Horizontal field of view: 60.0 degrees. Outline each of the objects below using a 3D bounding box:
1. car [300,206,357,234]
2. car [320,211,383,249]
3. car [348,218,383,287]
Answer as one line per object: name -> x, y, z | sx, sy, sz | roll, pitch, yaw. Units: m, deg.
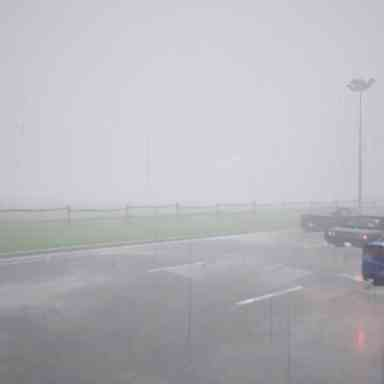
car -> 7.945, 1.482, 18.004 | 5.008, 1.535, 1.882 | 0, 0, -35
car -> 7.462, 1.604, 13.362 | 4.718, 1.301, 1.895 | 0, 0, -35
car -> 6.129, 1.480, 8.115 | 5.008, 1.535, 1.882 | 0, 0, -35
